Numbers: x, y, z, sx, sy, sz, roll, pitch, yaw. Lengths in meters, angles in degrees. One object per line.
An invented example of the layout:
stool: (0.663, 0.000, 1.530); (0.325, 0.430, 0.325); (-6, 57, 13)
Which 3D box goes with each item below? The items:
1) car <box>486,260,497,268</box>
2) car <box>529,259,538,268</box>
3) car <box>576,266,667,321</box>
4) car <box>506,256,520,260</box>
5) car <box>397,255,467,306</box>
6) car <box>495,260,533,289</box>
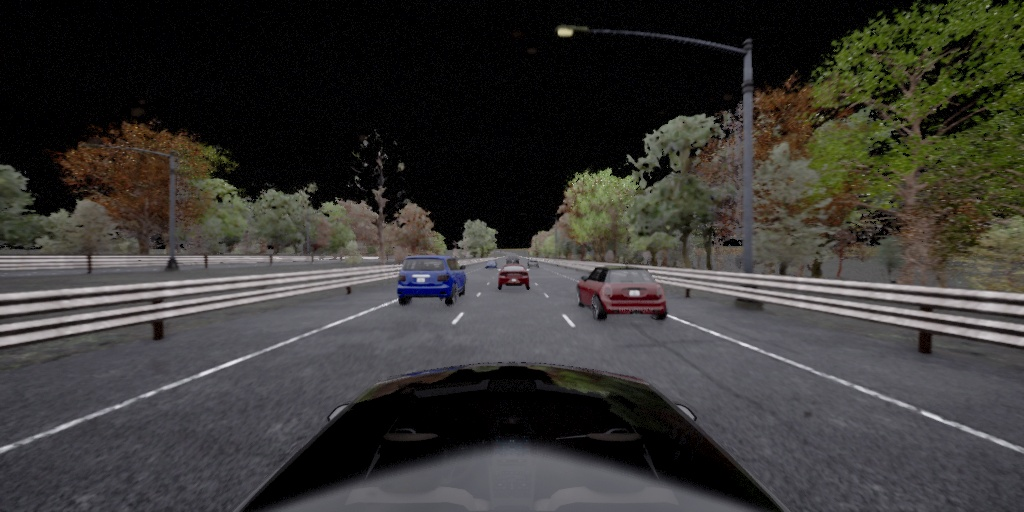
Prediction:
car: (-3.362, 1.371, 60.672); (2.033, 1.411, 5.357); (0, 0, 0)
car: (3.640, 1.318, 63.507); (2.128, 1.511, 4.902); (0, 0, 0)
car: (3.607, 1.115, 12.668); (2.097, 1.767, 4.553); (0, 0, 0)
car: (0.140, 1.047, 62.319); (2.150, 2.045, 5.566); (0, 0, 0)
car: (-3.392, 0.992, 16.055); (2.150, 2.045, 5.566); (0, 0, 0)
car: (0.114, 1.256, 23.416); (1.882, 1.535, 5.008); (0, 0, 0)
